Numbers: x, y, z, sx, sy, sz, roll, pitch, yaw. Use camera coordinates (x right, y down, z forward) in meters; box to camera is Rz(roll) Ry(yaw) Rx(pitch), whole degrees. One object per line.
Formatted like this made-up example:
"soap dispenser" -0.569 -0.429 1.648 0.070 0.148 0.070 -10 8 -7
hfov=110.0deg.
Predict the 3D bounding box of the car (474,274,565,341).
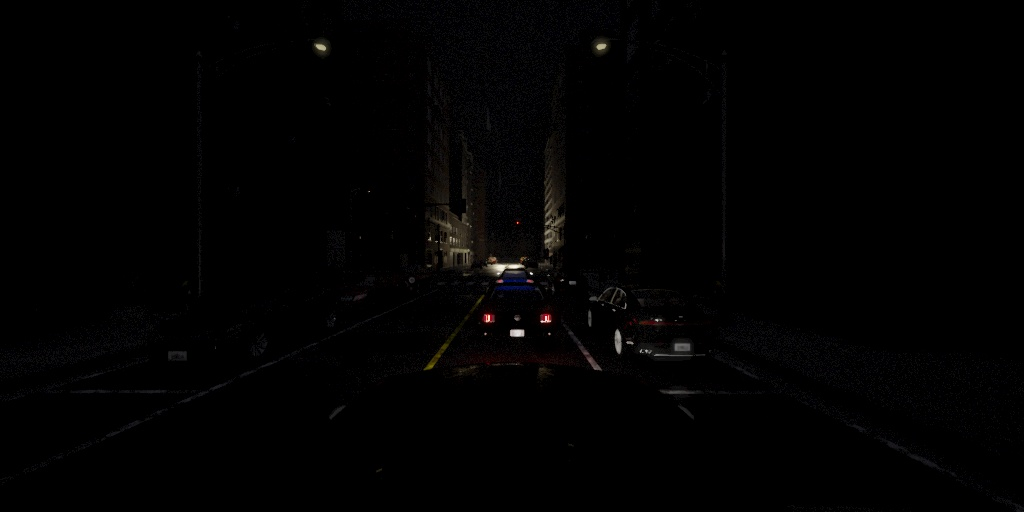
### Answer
"car" 0.121 1.351 9.840 1.895 1.301 4.718 0 0 0

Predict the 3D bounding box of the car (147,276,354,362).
"car" -5.648 1.315 8.243 1.948 1.339 4.313 0 0 0

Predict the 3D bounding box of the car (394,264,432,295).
"car" -5.612 1.190 19.246 1.967 1.591 4.097 0 0 0

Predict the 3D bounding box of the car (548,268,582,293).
"car" 2.913 1.316 19.218 1.948 1.339 4.313 0 0 0

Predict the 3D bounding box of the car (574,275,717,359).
"car" 2.877 1.300 8.215 2.007 1.370 4.403 0 0 0

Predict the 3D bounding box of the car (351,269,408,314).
"car" -5.631 1.332 13.744 1.802 1.307 4.207 0 0 0

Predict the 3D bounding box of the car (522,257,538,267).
"car" 3.069 1.225 56.306 1.967 1.591 4.097 0 0 0

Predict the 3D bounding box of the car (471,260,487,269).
"car" -5.457 1.367 56.347 1.802 1.307 4.207 0 0 0

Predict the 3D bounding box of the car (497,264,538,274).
"car" 0.151 1.314 18.600 1.994 1.385 4.181 0 0 1
